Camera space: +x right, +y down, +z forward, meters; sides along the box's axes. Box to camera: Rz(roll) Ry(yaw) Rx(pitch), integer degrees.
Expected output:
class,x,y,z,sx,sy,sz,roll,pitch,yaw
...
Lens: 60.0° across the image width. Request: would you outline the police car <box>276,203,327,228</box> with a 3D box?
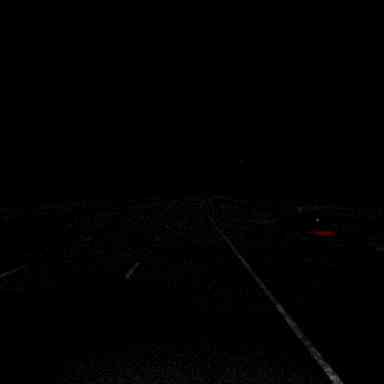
class,x,y,z,sx,sy,sz,roll,pitch,yaw
police car,7.801,1.650,24.357,1.930,1.638,5.238,0,0,-10
